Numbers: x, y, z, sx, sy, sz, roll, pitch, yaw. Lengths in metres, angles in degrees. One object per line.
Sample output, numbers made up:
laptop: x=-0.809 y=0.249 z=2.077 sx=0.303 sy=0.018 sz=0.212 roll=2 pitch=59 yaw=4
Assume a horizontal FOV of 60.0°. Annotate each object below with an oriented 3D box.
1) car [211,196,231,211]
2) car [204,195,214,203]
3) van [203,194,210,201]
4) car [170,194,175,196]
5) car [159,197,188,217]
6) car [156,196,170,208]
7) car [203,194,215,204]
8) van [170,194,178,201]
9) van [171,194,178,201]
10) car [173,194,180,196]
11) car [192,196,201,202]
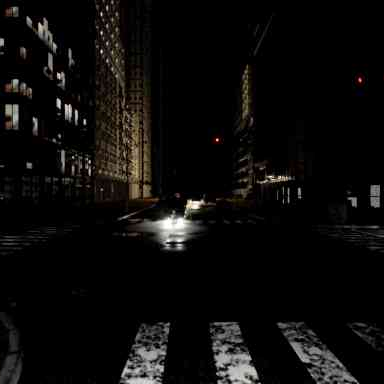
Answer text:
car: x=3.797 y=1.579 z=41.746 sx=1.947 sy=1.339 sz=4.313 roll=0 pitch=0 yaw=0
car: x=3.544 y=1.432 z=69.382 sx=1.967 sy=1.590 sz=4.097 roll=0 pitch=0 yaw=0
van: x=3.463 y=1.321 z=80.437 sx=1.690 sy=1.788 sz=3.998 roll=0 pitch=0 yaw=0
car: x=-4.295 y=1.564 z=63.796 sx=1.947 sy=1.339 sz=4.313 roll=0 pitch=0 yaw=0
car: x=-1.607 y=1.509 z=31.969 sx=2.128 sy=1.511 sz=4.902 roll=0 pitch=0 yaw=0
car: x=-4.173 y=1.592 z=47.214 sx=1.802 sy=1.307 sz=4.206 roll=0 pitch=0 yaw=0
car: x=3.585 y=1.313 z=63.854 sx=2.192 sy=1.841 sz=5.009 roll=0 pitch=0 yaw=0
van: x=-4.417 y=1.321 z=80.379 sx=1.690 sy=1.788 sz=3.998 roll=0 pitch=0 yaw=0
van: x=-4.458 y=1.315 z=85.906 sx=1.690 sy=1.788 sz=3.998 roll=0 pitch=0 yaw=0
car: x=-1.760 y=1.567 z=56.447 sx=1.994 sy=1.385 sz=4.181 roll=0 pitch=0 yaw=-1
car: x=0.964 y=1.512 z=73.185 sx=1.812 sy=1.442 sz=4.674 roll=0 pitch=0 yaw=0
